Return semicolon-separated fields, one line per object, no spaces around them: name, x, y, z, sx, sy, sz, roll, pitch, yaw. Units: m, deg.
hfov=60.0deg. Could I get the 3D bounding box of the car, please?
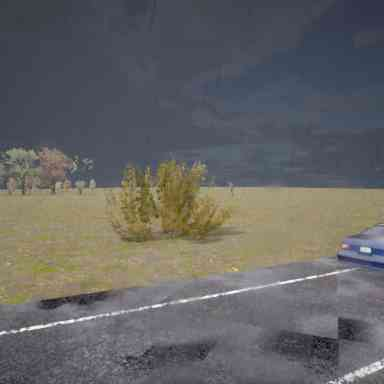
car;6.659;1.549;9.972;5.357;1.411;2.033;0;0;-31
